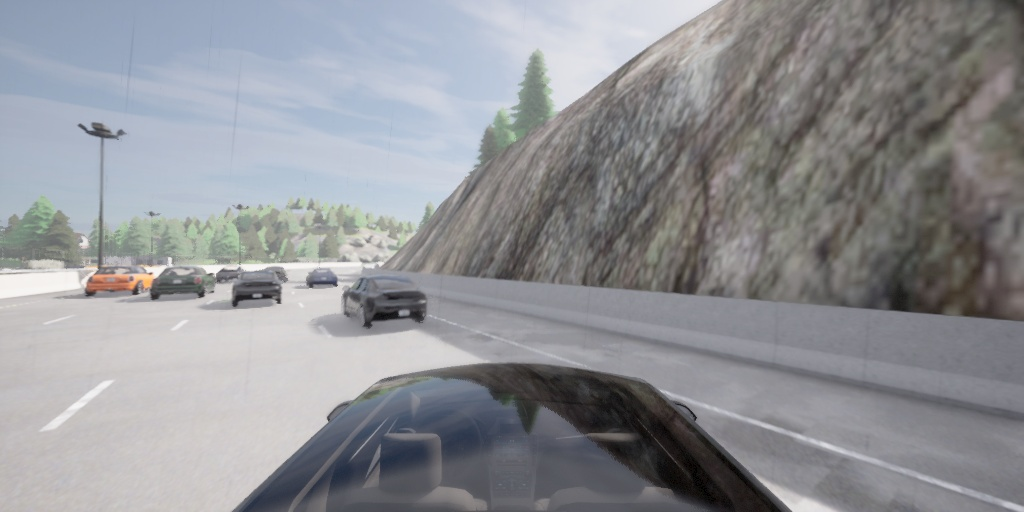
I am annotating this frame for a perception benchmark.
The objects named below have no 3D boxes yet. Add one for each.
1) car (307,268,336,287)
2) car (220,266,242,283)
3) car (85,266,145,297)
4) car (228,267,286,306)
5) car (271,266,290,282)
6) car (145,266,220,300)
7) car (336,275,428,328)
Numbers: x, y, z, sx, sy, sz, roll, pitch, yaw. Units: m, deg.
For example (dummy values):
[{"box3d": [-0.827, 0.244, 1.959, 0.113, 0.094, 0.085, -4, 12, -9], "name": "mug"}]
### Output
[{"box3d": [-14.863, 1.660, 28.084, 1.994, 1.385, 4.181, 0, -1, -31], "name": "car"}, {"box3d": [-25.741, 1.654, 33.238, 2.128, 1.511, 4.902, 0, -1, -28], "name": "car"}, {"box3d": [-23.126, 1.357, 21.506, 2.097, 1.767, 4.553, 0, -1, -31], "name": "car"}, {"box3d": [-12.211, 1.460, 17.325, 1.837, 1.490, 4.892, 1, -1, -34], "name": "car"}, {"box3d": [-21.131, 1.652, 32.034, 1.837, 1.490, 4.892, 0, -1, -29], "name": "car"}, {"box3d": [-18.051, 1.338, 19.915, 2.097, 1.767, 4.553, 1, -1, -33], "name": "car"}, {"box3d": [-4.421, 1.392, 12.122, 1.837, 1.490, 4.892, 1, -1, -35], "name": "car"}]
